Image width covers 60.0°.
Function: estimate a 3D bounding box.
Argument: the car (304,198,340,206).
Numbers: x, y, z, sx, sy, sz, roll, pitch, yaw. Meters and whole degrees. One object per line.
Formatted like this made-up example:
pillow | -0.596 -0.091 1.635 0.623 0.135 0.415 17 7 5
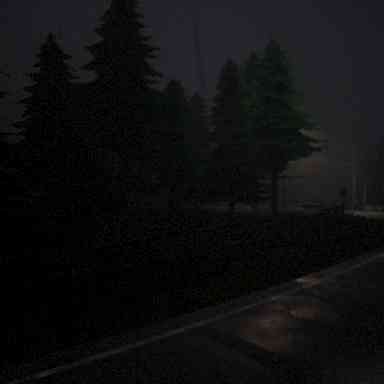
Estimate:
car | 13.970 1.436 36.097 1.812 1.442 4.674 0 0 -18
